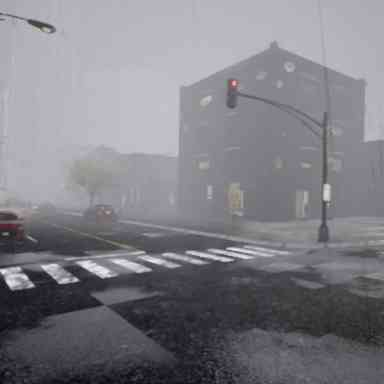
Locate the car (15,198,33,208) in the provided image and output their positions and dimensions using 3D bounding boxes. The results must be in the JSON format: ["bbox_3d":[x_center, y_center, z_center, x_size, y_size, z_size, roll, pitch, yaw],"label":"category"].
[{"bbox_3d":[-31.313,2.195,62.541,1.967,1.590,4.097,1,-1,-35],"label":"car"}]

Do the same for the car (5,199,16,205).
[{"bbox_3d":[-44.098,2.485,80.813,1.752,1.417,4.829,1,-1,-35],"label":"car"}]

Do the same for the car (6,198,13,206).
[{"bbox_3d":[-40.826,2.221,76.143,2.192,1.841,5.009,1,-1,-35],"label":"car"}]

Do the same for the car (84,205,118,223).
[{"bbox_3d":[-8.203,1.840,29.736,1.967,1.590,4.097,1,-1,-35],"label":"car"}]

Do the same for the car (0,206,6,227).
[{"bbox_3d":[-14.652,1.741,23.882,1.802,1.307,4.206,1,-1,-35],"label":"car"}]

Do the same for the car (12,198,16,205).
[{"bbox_3d":[-34.485,2.387,67.072,1.802,1.307,4.206,1,-1,-35],"label":"car"}]

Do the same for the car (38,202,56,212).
[{"bbox_3d":[-20.896,2.118,47.770,1.752,1.417,4.829,1,-1,-35],"label":"car"}]

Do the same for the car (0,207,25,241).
[{"bbox_3d":[-9.491,1.627,16.508,1.887,1.381,4.507,1,-1,-35],"label":"car"}]
